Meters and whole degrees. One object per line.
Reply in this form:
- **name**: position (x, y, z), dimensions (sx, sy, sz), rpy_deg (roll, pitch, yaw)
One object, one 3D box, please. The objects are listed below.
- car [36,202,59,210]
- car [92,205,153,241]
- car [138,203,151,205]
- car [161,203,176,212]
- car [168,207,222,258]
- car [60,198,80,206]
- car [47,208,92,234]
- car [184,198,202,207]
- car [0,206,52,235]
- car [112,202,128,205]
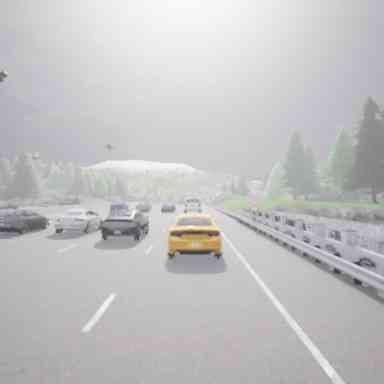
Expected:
- **car**: position (-24.513, 2.387, 56.598), dimensions (1.895, 1.301, 4.718), rpy_deg (0, -1, 1)
- **car**: position (-3.397, 1.660, 17.605), dimensions (2.128, 1.511, 4.902), rpy_deg (0, -1, 0)
- **car**: position (-6.894, 2.211, 47.901), dimensions (1.994, 1.385, 4.181), rpy_deg (0, -1, 0)
- **car**: position (-3.392, 2.228, 48.983), dimensions (1.994, 1.385, 4.181), rpy_deg (0, -1, 0)
- **car**: position (0.101, 1.587, 13.291), dimensions (1.882, 1.535, 5.008), rpy_deg (0, -1, 0)
- **car**: position (-21.012, 2.017, 56.988), dimensions (2.150, 2.045, 5.566), rpy_deg (0, -1, 1)
- **car**: position (-6.896, 1.737, 20.582), dimensions (1.812, 1.442, 4.674), rpy_deg (0, -1, 0)
- **car**: position (0.105, 1.792, 43.201), dimensions (2.150, 2.045, 5.566), rpy_deg (0, -1, 0)
- **car**: position (-10.397, 1.771, 20.247), dimensions (1.994, 1.385, 4.181), rpy_deg (0, -1, 0)
- **car**: position (-10.394, 2.125, 47.909), dimensions (1.882, 1.535, 5.008), rpy_deg (0, -1, 0)
